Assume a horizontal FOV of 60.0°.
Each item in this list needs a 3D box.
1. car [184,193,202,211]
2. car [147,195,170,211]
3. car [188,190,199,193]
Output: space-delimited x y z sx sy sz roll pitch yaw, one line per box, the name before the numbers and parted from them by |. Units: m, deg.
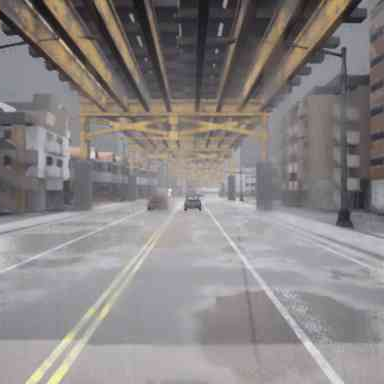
car | 0.095 1.246 37.242 2.128 1.511 4.902 0 1 0
car | -3.589 1.119 36.036 2.097 1.767 4.553 0 0 0
car | 0.154 0.602 76.640 2.150 2.045 5.566 0 1 20
